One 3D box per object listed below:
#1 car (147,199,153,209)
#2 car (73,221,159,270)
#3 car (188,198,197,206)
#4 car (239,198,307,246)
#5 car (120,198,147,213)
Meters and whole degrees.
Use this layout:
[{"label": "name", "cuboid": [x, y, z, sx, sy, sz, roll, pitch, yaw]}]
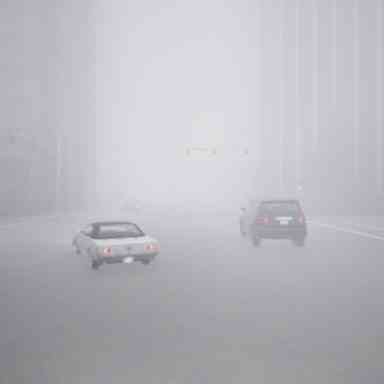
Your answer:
[{"label": "car", "cuboid": [-6.952, 1.799, 49.783, 2.033, 1.411, 5.357, 0, 0, 1]}, {"label": "car", "cuboid": [-2.848, 1.660, 11.471, 1.895, 1.301, 4.718, 0, 0, -28]}, {"label": "car", "cuboid": [0.119, 1.811, 63.798, 2.128, 1.511, 4.902, 0, 0, 0]}, {"label": "car", "cuboid": [3.625, 1.299, 15.721, 2.150, 2.045, 5.566, 0, 0, 0]}, {"label": "car", "cuboid": [-7.028, 1.551, 39.264, 2.097, 1.767, 4.553, 0, 0, 0]}]
